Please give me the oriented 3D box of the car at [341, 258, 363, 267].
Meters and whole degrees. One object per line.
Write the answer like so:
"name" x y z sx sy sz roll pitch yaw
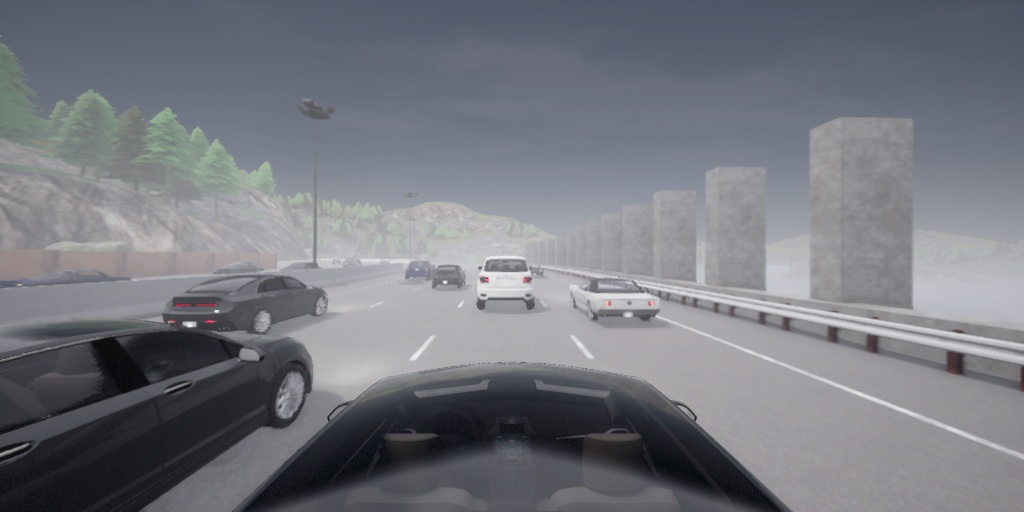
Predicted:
"car" -25.644 1.205 58.218 2.097 1.767 4.553 0 0 -11

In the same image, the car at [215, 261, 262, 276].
"car" -29.852 1.294 39.366 1.812 1.442 4.674 0 0 -4

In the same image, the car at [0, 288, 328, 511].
"car" -3.481 1.246 2.742 1.837 1.490 4.892 0 0 -1

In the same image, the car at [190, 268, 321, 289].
"car" -7.162 1.259 10.311 1.837 1.490 4.892 0 0 -2

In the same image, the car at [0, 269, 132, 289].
"car" -21.598 1.322 17.253 1.895 1.301 4.718 0 0 -2

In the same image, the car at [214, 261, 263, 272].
"car" -26.003 1.365 34.287 1.895 1.301 4.718 0 0 -4

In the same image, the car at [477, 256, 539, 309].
"car" -0.305 1.021 15.497 2.150 2.045 5.566 0 0 -2

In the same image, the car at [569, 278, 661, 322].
"car" 3.286 1.403 12.528 1.895 1.301 4.718 0 0 -2

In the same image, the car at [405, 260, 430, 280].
"car" -8.133 1.180 32.346 2.097 1.767 4.553 0 0 -4

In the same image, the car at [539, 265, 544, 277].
"car" 2.063 1.487 37.355 1.895 1.301 4.718 0 0 -4

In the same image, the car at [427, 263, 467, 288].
"car" -4.174 1.321 24.172 1.837 1.490 4.892 0 0 -3

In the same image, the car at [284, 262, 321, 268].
"car" -18.834 1.290 31.996 1.837 1.490 4.892 0 0 -3
